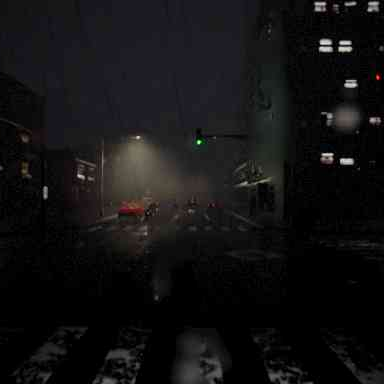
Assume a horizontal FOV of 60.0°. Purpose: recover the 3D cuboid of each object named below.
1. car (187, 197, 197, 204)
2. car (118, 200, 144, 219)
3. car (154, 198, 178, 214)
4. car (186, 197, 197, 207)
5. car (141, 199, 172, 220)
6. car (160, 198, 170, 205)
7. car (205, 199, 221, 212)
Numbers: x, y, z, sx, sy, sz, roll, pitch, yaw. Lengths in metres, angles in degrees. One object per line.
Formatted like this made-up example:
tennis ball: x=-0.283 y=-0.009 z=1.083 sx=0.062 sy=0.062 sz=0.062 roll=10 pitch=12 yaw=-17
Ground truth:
car: x=-0.033 y=1.829 z=69.672 sx=2.033 sy=1.411 sz=5.357 roll=0 pitch=0 yaw=0
car: x=-5.767 y=1.752 z=31.573 sx=1.887 sy=1.381 sz=4.507 roll=1 pitch=0 yaw=0
car: x=-3.106 y=1.740 z=40.133 sx=1.882 sy=1.535 sz=5.008 roll=0 pitch=0 yaw=0
car: x=-0.027 y=1.935 z=59.245 sx=2.033 sy=1.411 sz=5.357 roll=0 pitch=0 yaw=0
car: x=-3.104 y=1.702 z=30.075 sx=1.837 sy=1.490 sz=4.892 roll=0 pitch=0 yaw=0
car: x=-5.710 y=2.050 z=71.375 sx=1.802 sy=1.307 sz=4.206 roll=1 pitch=0 yaw=0
car: x=2.686 y=1.721 z=43.007 sx=1.967 sy=1.590 sz=4.097 roll=1 pitch=0 yaw=0
